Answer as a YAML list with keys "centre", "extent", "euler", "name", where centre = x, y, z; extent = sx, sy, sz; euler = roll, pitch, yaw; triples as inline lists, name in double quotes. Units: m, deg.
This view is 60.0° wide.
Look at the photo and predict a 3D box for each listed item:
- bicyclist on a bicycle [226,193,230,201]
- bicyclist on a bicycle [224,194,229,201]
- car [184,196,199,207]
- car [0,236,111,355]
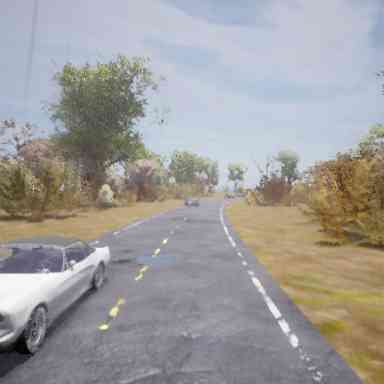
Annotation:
- centre: [8.717, 1.252, 80.719]
  extent: [0.659, 1.776, 1.843]
  euler: [0, 0, 11]
  name: "bicyclist on a bicycle"
- centre: [7.098, 1.343, 71.920]
  extent: [0.582, 1.620, 1.656]
  euler: [0, 0, 10]
  name: "bicyclist on a bicycle"
- centre: [-0.005, 1.405, 50.022]
  extent: [2.128, 1.511, 4.902]
  euler: [0, 0, 7]
  name: "car"
- centre: [-3.017, 1.585, 6.174]
  extent: [1.895, 1.301, 4.718]
  euler: [0, 0, 1]
  name: "car"
